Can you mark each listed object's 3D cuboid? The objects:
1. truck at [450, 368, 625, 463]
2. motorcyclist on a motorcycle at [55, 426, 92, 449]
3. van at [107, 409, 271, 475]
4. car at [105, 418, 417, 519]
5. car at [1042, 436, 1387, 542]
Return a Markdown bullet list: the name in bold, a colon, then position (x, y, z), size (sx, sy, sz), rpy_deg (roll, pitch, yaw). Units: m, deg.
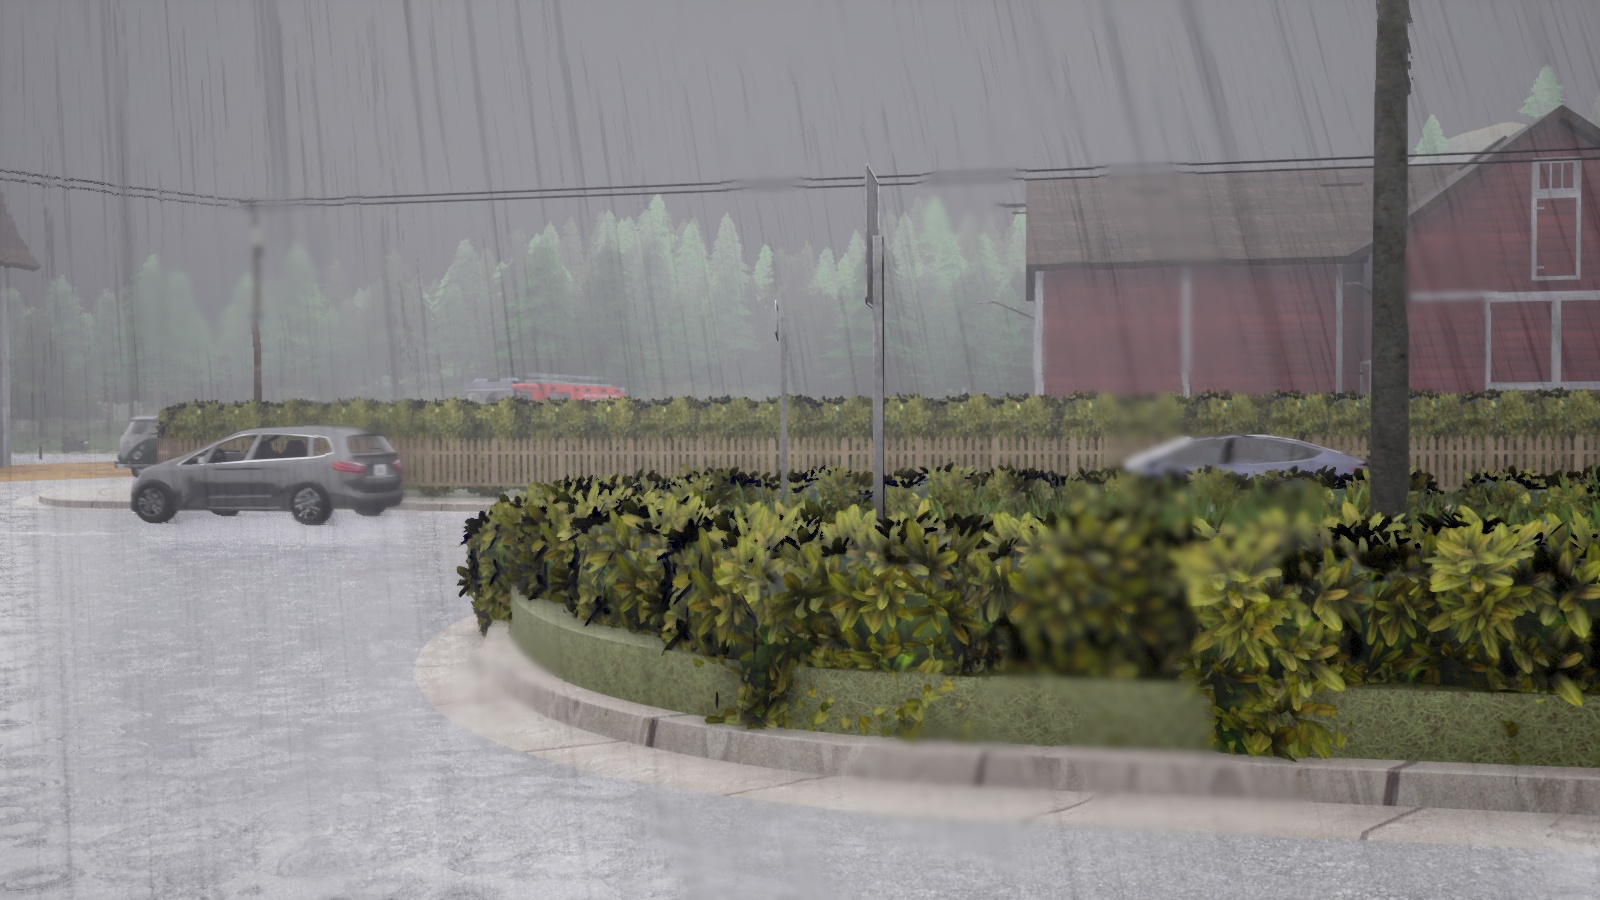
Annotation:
- **truck**: position (-11.225, -1.460, 54.857), size (2.891, 3.827, 8.468), rpy_deg (0, 1, 26)
- **motorcyclist on a motorcycle**: position (-48.140, -0.844, 83.211), size (2.044, 1.523, 0.797), rpy_deg (0, 1, 11)
- **van**: position (-19.452, -0.269, 40.151), size (1.775, 1.987, 4.442), rpy_deg (1, 1, 32)
- **car**: position (-9.457, 0.279, 22.244), size (4.611, 1.667, 2.242), rpy_deg (0, 1, 10)
- **car**: position (6.191, 0.539, 19.386), size (4.792, 1.488, 2.163), rpy_deg (0, 1, 10)
